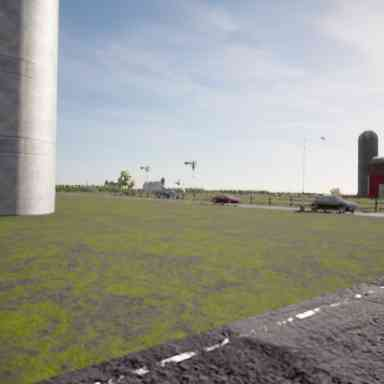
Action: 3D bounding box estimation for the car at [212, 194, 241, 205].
[{"bbox_3d":[4.870,1.043,47.188,1.882,1.535,5.008,1,0,-36],"label":"car"}]

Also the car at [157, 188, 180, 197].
[{"bbox_3d":[-4.356,0.227,60.131,2.150,2.045,5.566,1,0,-36],"label":"car"}]

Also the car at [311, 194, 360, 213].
[{"bbox_3d":[14.533,1.153,33.816,2.097,1.767,4.553,1,0,-36],"label":"car"}]
